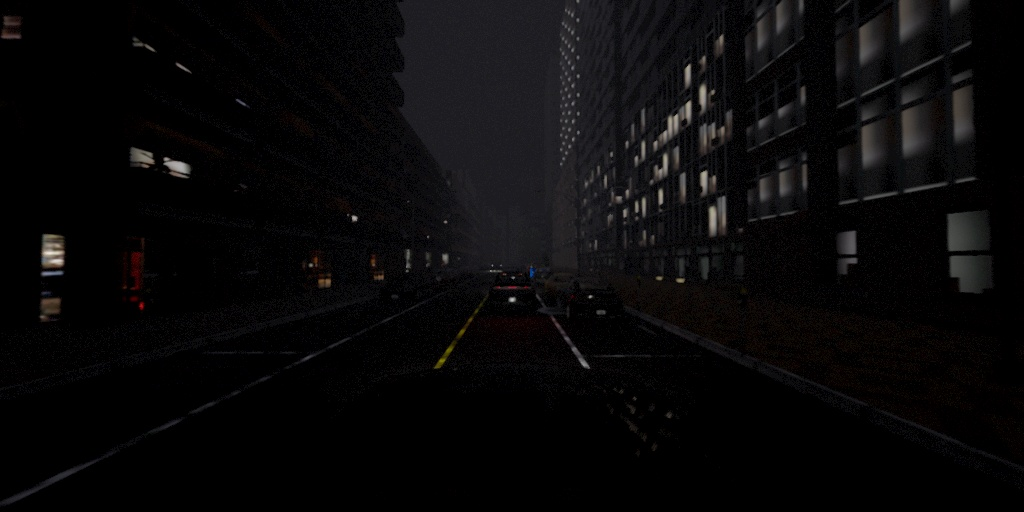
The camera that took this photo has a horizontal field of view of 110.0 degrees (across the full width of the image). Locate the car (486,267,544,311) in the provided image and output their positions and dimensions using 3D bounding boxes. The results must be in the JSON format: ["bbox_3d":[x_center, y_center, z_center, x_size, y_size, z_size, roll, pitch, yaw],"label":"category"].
[{"bbox_3d":[0.027,1.391,15.350,2.128,1.511,4.902,0,0,0],"label":"car"}]

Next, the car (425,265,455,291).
[{"bbox_3d":[-5.301,1.432,24.050,1.967,1.591,4.097,0,0,0],"label":"car"}]

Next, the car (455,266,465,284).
[{"bbox_3d":[-5.297,1.635,29.696,1.802,1.307,4.207,0,0,0],"label":"car"}]

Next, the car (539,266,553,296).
[{"bbox_3d":[2.577,1.454,18.389,1.751,1.417,4.829,0,0,0],"label":"car"}]

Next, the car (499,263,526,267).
[{"bbox_3d":[0.040,1.590,30.751,1.812,1.442,4.674,0,0,1],"label":"car"}]

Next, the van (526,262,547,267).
[{"bbox_3d":[2.587,1.454,35.175,1.690,1.789,3.998,0,0,0],"label":"van"}]

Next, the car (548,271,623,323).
[{"bbox_3d":[2.574,1.418,12.567,2.007,1.370,4.403,0,0,0],"label":"car"}]

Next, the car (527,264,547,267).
[{"bbox_3d":[2.583,1.602,29.522,2.007,1.370,4.403,0,0,0],"label":"car"}]

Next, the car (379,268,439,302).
[{"bbox_3d":[-5.304,1.497,18.404,1.948,1.339,4.313,0,0,0],"label":"car"}]

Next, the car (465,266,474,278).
[{"bbox_3d":[-5.291,1.759,40.988,1.802,1.307,4.207,0,0,0],"label":"car"}]
